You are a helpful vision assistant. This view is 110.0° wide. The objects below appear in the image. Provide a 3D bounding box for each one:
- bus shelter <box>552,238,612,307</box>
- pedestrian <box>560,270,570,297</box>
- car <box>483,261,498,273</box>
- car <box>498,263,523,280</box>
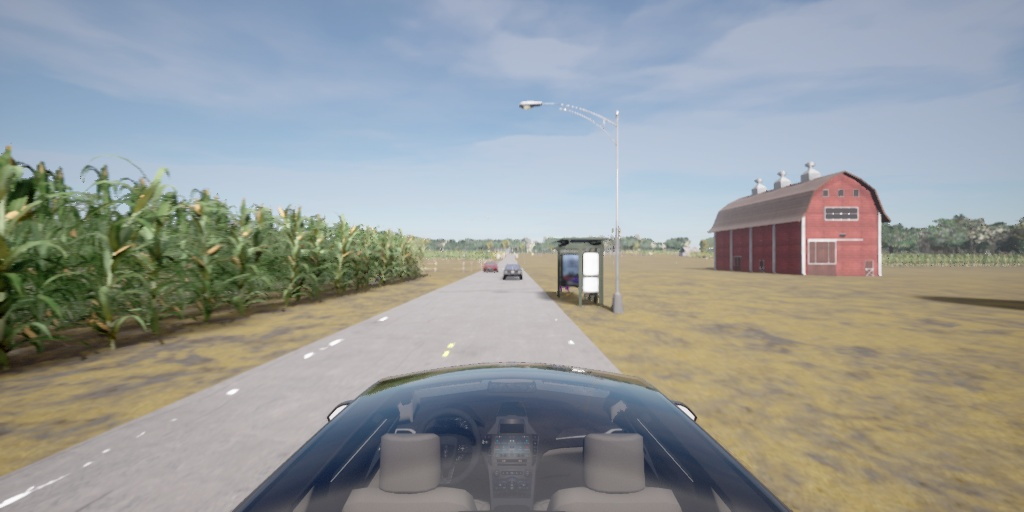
[{"bbox_3d":[3.128,0.677,16.516,1.920,2.740,3.880,0,0,0],"label":"bus shelter"},{"bbox_3d":[2.622,1.116,18.280,0.375,1.860,0.375,0,0,0],"label":"pedestrian"},{"bbox_3d":[-2.812,1.426,47.984,1.882,1.535,5.008,0,-1,0],"label":"car"},{"bbox_3d":[0.076,1.418,33.568,2.033,1.411,5.357,-1,0,0],"label":"car"}]
